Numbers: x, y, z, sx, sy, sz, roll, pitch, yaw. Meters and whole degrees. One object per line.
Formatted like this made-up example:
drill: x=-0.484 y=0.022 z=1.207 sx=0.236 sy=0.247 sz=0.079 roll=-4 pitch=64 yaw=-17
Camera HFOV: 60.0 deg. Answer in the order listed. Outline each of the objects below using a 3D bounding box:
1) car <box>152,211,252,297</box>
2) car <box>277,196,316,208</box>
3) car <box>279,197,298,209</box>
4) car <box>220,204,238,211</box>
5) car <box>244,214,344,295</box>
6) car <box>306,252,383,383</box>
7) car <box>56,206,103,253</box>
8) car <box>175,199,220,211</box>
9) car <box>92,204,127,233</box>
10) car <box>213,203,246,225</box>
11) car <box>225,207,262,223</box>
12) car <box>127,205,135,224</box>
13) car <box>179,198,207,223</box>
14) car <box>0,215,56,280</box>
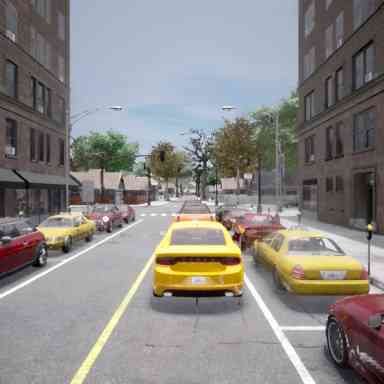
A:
car: x=0.129 y=1.480 z=8.612 sx=1.882 sy=1.535 sz=5.008 roll=0 pitch=0 yaw=0
car: x=14.985 y=1.419 z=47.885 sx=4.902 sy=1.511 sz=2.128 roll=0 pitch=0 yaw=0
car: x=14.399 y=1.456 z=44.627 sx=4.674 sy=1.442 sz=1.812 roll=0 pitch=0 yaw=2
car: x=2.698 y=1.590 z=19.432 sx=1.802 sy=1.307 sz=4.206 roll=0 pitch=0 yaw=0
car: x=2.663 y=1.528 z=8.566 sx=1.752 sy=1.417 sz=4.829 roll=0 pitch=0 yaw=0
car: x=2.644 y=1.582 z=2.877 sx=1.802 sy=1.307 sz=4.206 roll=0 pitch=0 yaw=0
car: x=-5.346 y=1.530 z=13.767 sx=1.752 sy=1.417 sz=4.829 roll=0 pitch=0 yaw=0
car: x=0.156 y=1.359 z=17.794 sx=2.097 sy=1.767 sz=4.553 roll=0 pitch=0 yaw=0
car: x=-5.327 y=1.448 z=19.456 sx=1.967 sy=1.590 sz=4.097 roll=0 pitch=0 yaw=0
car: x=2.716 y=1.577 z=24.950 sx=1.947 sy=1.339 sz=4.313 roll=0 pitch=0 yaw=0
car: x=2.680 y=1.550 z=13.914 sx=1.887 sy=1.381 sz=4.507 roll=0 pitch=0 yaw=0
car: x=-5.310 y=1.593 z=24.975 sx=1.802 sy=1.307 sz=4.206 roll=0 pitch=0 yaw=0
car: x=0.085 y=1.365 z=26.636 sx=2.097 sy=1.767 sz=4.553 roll=0 pitch=0 yaw=0
car: x=-5.363 y=1.442 z=8.418 sx=1.967 sy=1.590 sz=4.097 roll=0 pitch=0 yaw=0
